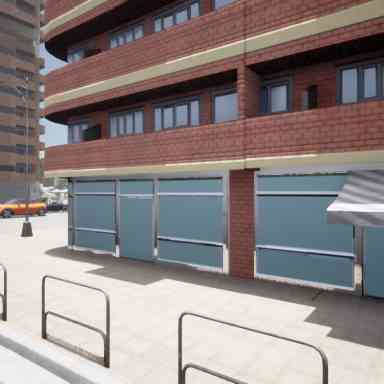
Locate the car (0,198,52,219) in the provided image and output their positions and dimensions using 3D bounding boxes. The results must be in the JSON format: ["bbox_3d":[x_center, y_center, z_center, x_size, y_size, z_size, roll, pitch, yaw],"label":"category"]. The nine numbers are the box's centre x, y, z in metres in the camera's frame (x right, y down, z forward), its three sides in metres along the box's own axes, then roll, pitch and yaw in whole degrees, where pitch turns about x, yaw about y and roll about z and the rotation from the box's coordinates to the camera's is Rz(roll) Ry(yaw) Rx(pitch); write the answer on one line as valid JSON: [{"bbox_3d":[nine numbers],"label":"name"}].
[{"bbox_3d":[-15.480,1.352,29.729,2.097,1.767,4.553,0,0,36],"label":"car"}]

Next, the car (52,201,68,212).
[{"bbox_3d":[-15.369,1.601,35.814,1.895,1.301,4.718,0,0,36],"label":"car"}]
